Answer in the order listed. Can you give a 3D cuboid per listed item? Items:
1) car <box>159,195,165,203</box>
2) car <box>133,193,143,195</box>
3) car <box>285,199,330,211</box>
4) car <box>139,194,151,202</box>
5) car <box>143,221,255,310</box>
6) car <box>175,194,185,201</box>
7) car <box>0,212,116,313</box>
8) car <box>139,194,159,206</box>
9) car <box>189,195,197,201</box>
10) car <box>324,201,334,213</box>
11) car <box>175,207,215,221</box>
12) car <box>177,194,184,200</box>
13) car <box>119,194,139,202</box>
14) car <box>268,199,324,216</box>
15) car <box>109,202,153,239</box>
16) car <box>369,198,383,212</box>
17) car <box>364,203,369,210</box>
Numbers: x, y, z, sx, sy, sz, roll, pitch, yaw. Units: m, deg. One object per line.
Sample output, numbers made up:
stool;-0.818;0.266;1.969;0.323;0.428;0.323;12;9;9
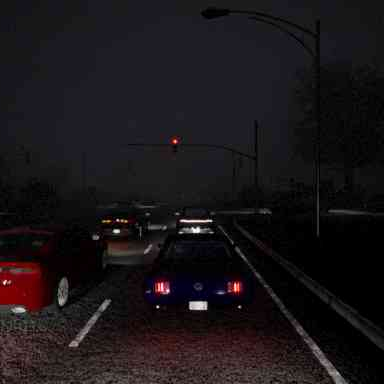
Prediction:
car;-6.827;1.350;68.874;2.097;1.767;4.553;0;0;0
car;-10.382;1.221;63.375;2.150;2.045;5.566;0;0;1
car;13.684;1.526;39.620;4.674;1.442;1.812;0;0;5
car;-10.308;1.355;73.411;2.097;1.767;4.553;0;0;0
car;0.120;1.601;7.741;1.895;1.301;4.718;0;0;0
car;-3.275;1.532;84.626;2.033;1.411;5.357;0;0;0
car;-3.381;1.478;7.768;1.882;1.535;5.008;0;0;0
car;-6.985;1.547;54.610;2.033;1.411;5.357;0;0;-2
car;0.225;1.500;84.631;1.837;1.490;4.892;0;0;0
car;12.815;1.491;36.166;4.902;1.511;2.128;0;0;3
car;0.154;1.491;17.003;2.128;1.511;4.902;0;0;-1
car;-3.207;1.328;95.035;1.882;1.535;5.008;0;0;1
car;-10.452;1.547;53.376;2.033;1.411;5.357;0;0;0
car;9.996;1.601;32.604;4.718;1.301;1.895;0;0;4
car;-3.356;1.505;17.266;1.837;1.490;4.892;0;0;0
car;22.235;1.470;35.629;5.008;1.535;1.882;0;0;3
car;22.860;1.484;39.100;4.902;1.511;2.128;0;0;3
